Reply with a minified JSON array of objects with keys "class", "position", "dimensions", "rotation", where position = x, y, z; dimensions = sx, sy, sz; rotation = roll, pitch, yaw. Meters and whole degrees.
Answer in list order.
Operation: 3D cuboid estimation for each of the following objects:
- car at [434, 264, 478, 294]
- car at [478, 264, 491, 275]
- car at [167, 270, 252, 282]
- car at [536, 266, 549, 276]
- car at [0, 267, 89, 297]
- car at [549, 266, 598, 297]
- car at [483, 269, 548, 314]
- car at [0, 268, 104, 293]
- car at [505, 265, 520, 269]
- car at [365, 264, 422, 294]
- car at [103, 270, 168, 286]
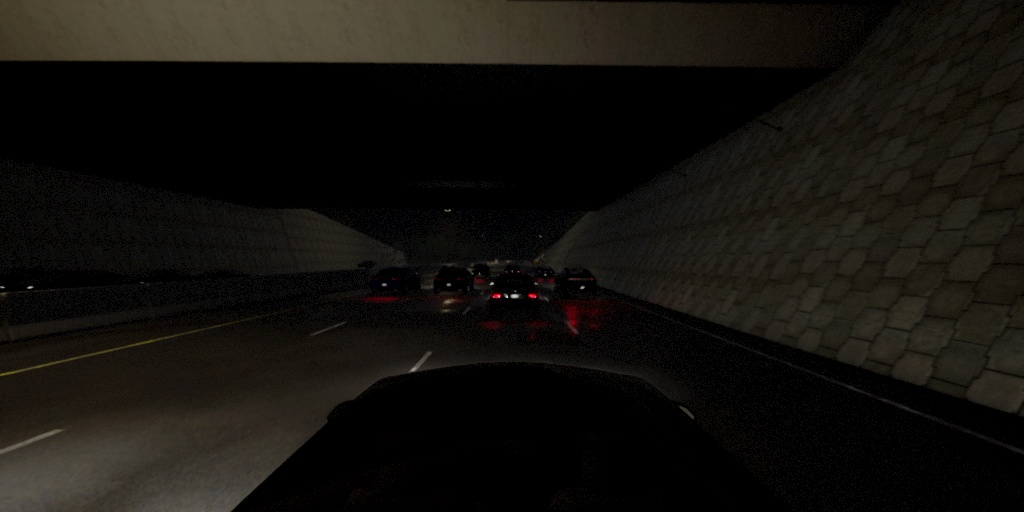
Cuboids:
[{"class":"car","position":[-3.420,1.431,21.859],"dimensions":[1.882,1.535,5.008],"rotation":[0,-1,0]},{"class":"car","position":[-3.450,1.649,40.693],"dimensions":[1.837,1.490,4.892],"rotation":[0,-1,0]},{"class":"car","position":[-17.619,1.516,21.604],"dimensions":[1.994,1.385,4.181],"rotation":[0,-1,0]},{"class":"car","position":[3.551,1.745,40.668],"dimensions":[1.895,1.301,4.718],"rotation":[0,-1,0]},{"class":"car","position":[-28.117,1.432,20.485],"dimensions":[2.128,1.511,4.902],"rotation":[0,-1,0]},{"class":"car","position":[3.582,1.433,20.652],"dimensions":[2.128,1.511,4.902],"rotation":[0,-1,0]},{"class":"car","position":[0.088,1.427,14.576],"dimensions":[2.033,1.411,5.357],"rotation":[0,-1,0]},{"class":"car","position":[-24.619,1.486,20.346],"dimensions":[2.033,1.411,5.357],"rotation":[0,-1,0]},{"class":"car","position":[0.055,1.672,38.772],"dimensions":[2.033,1.411,5.357],"rotation":[0,-1,0]},{"class":"car","position":[-6.919,1.432,21.880],"dimensions":[1.882,1.535,5.008],"rotation":[0,-1,0]},{"class":"car","position":[-21.118,1.516,21.596],"dimensions":[1.994,1.385,4.181],"rotation":[0,-1,0]}]
